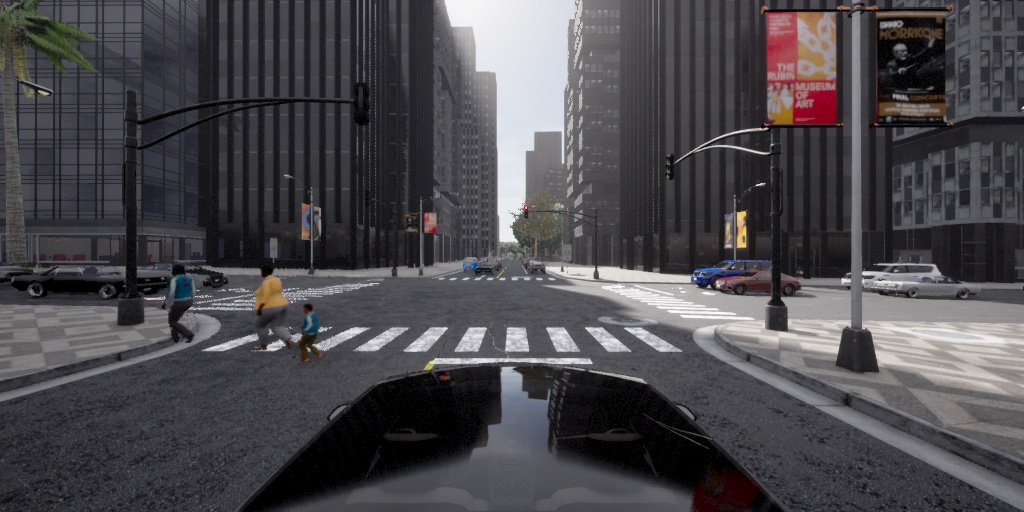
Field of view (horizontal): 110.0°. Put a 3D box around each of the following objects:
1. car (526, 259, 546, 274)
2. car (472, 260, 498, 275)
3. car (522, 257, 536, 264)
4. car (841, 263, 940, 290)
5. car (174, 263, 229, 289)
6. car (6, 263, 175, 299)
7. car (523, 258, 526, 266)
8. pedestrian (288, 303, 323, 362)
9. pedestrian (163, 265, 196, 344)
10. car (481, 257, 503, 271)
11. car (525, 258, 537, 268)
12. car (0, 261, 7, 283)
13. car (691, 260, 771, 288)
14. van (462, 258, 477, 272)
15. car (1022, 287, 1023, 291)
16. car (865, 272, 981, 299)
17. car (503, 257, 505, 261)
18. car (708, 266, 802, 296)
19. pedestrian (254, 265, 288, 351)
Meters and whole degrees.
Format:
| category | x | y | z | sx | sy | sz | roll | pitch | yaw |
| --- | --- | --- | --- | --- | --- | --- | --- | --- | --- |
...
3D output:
| category | x | y | z | sx | sy | sz | roll | pitch | yaw |
| --- | --- | --- | --- | --- | --- | --- | --- | --- | --- |
| car | 2.993 | 1.308 | 41.784 | 2.007 | 1.370 | 4.403 | 0 | 0 | 1 |
| car | -2.890 | 1.358 | 39.000 | 1.895 | 1.301 | 4.718 | 0 | 0 | 1 |
| car | 3.160 | 1.079 | 58.322 | 2.192 | 1.841 | 5.009 | 0 | 0 | 1 |
| car | 26.343 | 1.496 | 24.911 | 5.566 | 2.045 | 2.150 | 1 | 0 | 0 |
| car | -17.128 | 1.034 | 18.397 | 4.181 | 1.385 | 1.994 | 1 | 0 | 0 |
| car | -17.588 | 1.057 | 15.148 | 4.718 | 1.301 | 1.895 | 1 | 0 | 0 |
| car | 3.104 | 1.313 | 52.809 | 2.007 | 1.370 | 4.403 | 0 | 0 | 1 |
| pedestrian | -3.769 | 1.424 | 6.756 | 0.500 | 1.100 | 0.500 | 0 | 0 | 0 |
| pedestrian | -7.460 | 1.044 | 8.103 | 0.375 | 1.860 | 0.375 | 0 | 0 | 0 |
| car | -2.783 | 1.113 | 49.283 | 2.097 | 1.767 | 4.553 | 0 | 0 | 1 |
| car | 3.050 | 1.285 | 47.467 | 1.751 | 1.417 | 4.829 | 0 | 0 | 1 |
| car | -27.280 | 0.855 | 18.436 | 4.181 | 1.385 | 1.994 | 1 | 0 | 0 |
| car | 15.533 | 1.294 | 24.954 | 5.566 | 2.045 | 2.150 | 1 | 0 | 0 |
| van | -5.476 | 1.101 | 47.380 | 1.690 | 1.789 | 3.998 | 0 | 0 | 1 |
| car | 38.521 | 2.072 | 24.841 | 4.181 | 1.385 | 1.994 | 1 | 0 | 1 |
| car | 24.827 | 1.842 | 21.670 | 4.718 | 1.301 | 1.895 | 1 | 0 | 0 |
| car | -2.660 | 1.270 | 60.466 | 1.837 | 1.490 | 4.892 | 0 | 0 | 1 |
| car | 14.846 | 1.579 | 21.713 | 4.674 | 1.442 | 1.812 | 1 | 0 | 0 |
| pedestrian | -5.043 | 1.044 | 7.477 | 0.375 | 1.860 | 0.375 | 0 | 0 | 0 |
